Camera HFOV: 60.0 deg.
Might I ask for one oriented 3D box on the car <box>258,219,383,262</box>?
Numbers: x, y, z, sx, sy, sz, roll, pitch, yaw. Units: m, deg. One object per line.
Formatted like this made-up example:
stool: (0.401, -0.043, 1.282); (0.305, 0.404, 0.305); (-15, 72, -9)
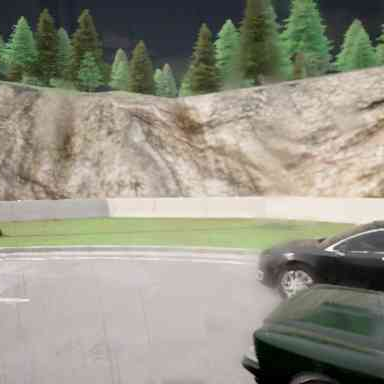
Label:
car: (3.552, 1.221, 5.757); (4.892, 1.490, 1.837); (0, 1, 34)

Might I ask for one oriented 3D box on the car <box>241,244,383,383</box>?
car: (2.791, 1.443, 2.450); (4.718, 1.301, 1.895); (0, 2, 37)
